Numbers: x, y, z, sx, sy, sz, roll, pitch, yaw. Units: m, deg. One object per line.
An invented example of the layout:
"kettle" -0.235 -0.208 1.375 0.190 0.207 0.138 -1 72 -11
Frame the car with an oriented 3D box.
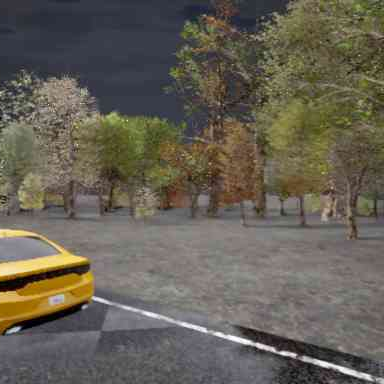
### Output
"car" -4.045 1.472 6.445 5.008 1.535 1.882 0 0 35
